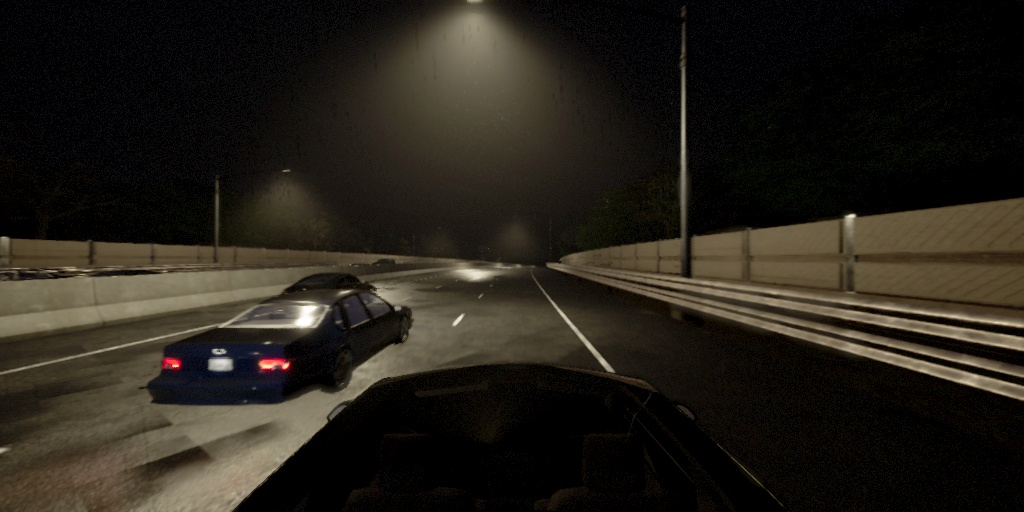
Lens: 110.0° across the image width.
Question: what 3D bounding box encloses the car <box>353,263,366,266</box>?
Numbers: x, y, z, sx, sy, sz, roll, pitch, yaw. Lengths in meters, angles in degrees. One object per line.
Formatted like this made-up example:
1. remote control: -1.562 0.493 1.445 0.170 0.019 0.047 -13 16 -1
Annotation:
1. car: -23.353 1.699 55.507 1.994 1.385 4.181 0 -1 3

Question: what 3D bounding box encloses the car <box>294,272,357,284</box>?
1. car: -6.838 1.340 13.789 1.812 1.442 4.674 0 0 1

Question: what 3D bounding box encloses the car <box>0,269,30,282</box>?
1. car: -21.024 1.282 14.422 2.128 1.511 4.902 0 0 1

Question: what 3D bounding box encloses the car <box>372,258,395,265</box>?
1. car: -19.830 1.380 55.849 2.150 2.045 5.566 0 -1 3

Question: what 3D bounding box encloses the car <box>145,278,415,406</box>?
1. car: -3.390 1.325 6.691 2.033 1.411 5.357 0 0 0

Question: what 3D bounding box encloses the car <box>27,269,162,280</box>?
1. car: -17.508 1.333 16.047 1.812 1.442 4.674 0 0 1
